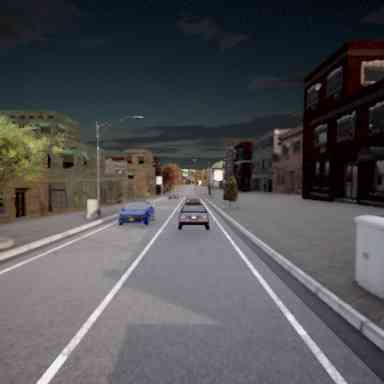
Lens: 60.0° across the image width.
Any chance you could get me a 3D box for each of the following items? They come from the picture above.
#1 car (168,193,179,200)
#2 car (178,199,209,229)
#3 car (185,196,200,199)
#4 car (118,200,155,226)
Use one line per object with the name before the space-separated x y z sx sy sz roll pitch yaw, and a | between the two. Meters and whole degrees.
car | -3.483 0.815 63.856 1.994 1.385 4.181 0 1 1
car | 0.099 1.415 20.739 2.033 1.411 5.357 0 1 0
car | 0.095 1.147 42.885 1.895 1.301 4.718 0 1 0
car | -3.598 1.325 22.291 1.882 1.535 5.008 0 1 0
